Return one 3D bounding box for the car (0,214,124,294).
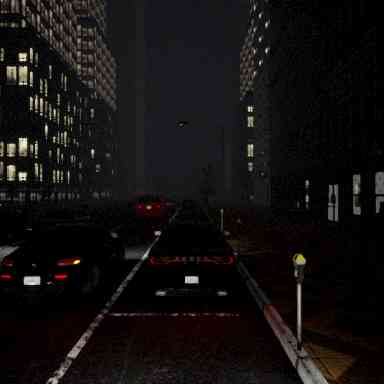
[{"bbox_3d":[-3.050,1.525,8.643,1.812,1.442,4.674,0,0,0],"label":"car"}]

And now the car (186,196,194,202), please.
[{"bbox_3d":[-0.452,1.533,78.399,1.802,1.307,4.206,0,0,0],"label":"car"}]

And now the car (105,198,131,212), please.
[{"bbox_3d":[-8.833,1.537,38.569,2.008,1.369,4.403,0,0,0],"label":"car"}]

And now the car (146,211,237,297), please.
[{"bbox_3d":[-0.006,1.477,8.649,1.882,1.535,5.008,0,0,0],"label":"car"}]

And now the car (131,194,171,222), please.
[{"bbox_3d":[-3.156,1.214,26.785,2.150,2.045,5.566,0,0,0],"label":"car"}]

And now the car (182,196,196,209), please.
[{"bbox_3d":[-0.452,1.548,44.248,1.947,1.339,4.313,0,0,0],"label":"car"}]

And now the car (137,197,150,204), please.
[{"bbox_3d":[-8.833,1.550,61.338,1.802,1.307,4.206,0,0,0],"label":"car"}]

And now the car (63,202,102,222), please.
[{"bbox_3d":[-8.832,1.575,27.183,1.802,1.307,4.206,0,0,0],"label":"car"}]

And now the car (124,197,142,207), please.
[{"bbox_3d":[-8.833,1.523,49.953,1.887,1.381,4.507,0,0,0],"label":"car"}]

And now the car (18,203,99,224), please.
[{"bbox_3d":[-6.247,1.502,16.320,1.837,1.490,4.892,0,0,0],"label":"car"}]

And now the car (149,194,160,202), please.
[{"bbox_3d":[-8.832,1.391,78.413,1.967,1.590,4.097,0,0,0],"label":"car"}]

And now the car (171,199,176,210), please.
[{"bbox_3d":[-3.045,1.531,42.067,2.033,1.411,5.357,0,0,0],"label":"car"}]

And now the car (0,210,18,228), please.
[{"bbox_3d":[-8.833,1.563,15.800,1.947,1.339,4.313,0,0,0],"label":"car"}]

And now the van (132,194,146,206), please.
[{"bbox_3d":[-8.832,1.315,55.646,1.690,1.788,3.998,0,0,0],"label":"van"}]

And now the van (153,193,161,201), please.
[{"bbox_3d":[-8.831,1.286,84.106,1.690,1.788,3.998,0,0,0],"label":"van"}]
